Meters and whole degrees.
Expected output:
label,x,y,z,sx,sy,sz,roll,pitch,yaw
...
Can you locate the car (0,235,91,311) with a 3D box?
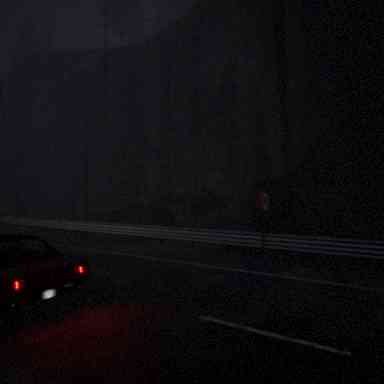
label,x,y,z,sx,sy,sz,roll,pitch,yaw
car,-4.511,1.633,7.446,4.718,1.301,1.895,-1,0,34
